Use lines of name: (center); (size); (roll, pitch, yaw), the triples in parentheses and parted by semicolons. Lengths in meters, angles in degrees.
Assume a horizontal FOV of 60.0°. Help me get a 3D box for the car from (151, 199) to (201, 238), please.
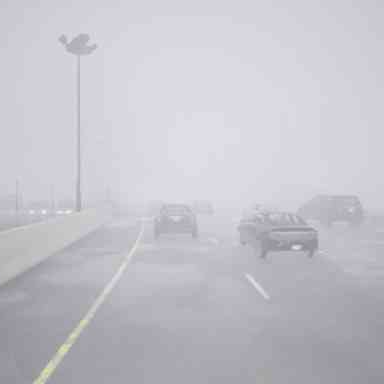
car: (-0.961, 1.340, 17.857); (2.097, 1.767, 4.553); (0, 0, -6)

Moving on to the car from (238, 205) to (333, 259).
car: (3.017, 1.475, 12.561); (2.128, 1.511, 4.902); (0, 0, -4)

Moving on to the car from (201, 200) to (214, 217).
car: (0.748, 1.466, 31.163); (2.128, 1.511, 4.902); (0, 0, -10)

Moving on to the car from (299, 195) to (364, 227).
car: (9.131, 1.184, 22.364); (2.150, 2.045, 5.566); (0, 0, -7)

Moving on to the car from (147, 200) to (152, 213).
car: (-3.865, 1.528, 36.863); (2.033, 1.411, 5.357); (0, 0, -12)
